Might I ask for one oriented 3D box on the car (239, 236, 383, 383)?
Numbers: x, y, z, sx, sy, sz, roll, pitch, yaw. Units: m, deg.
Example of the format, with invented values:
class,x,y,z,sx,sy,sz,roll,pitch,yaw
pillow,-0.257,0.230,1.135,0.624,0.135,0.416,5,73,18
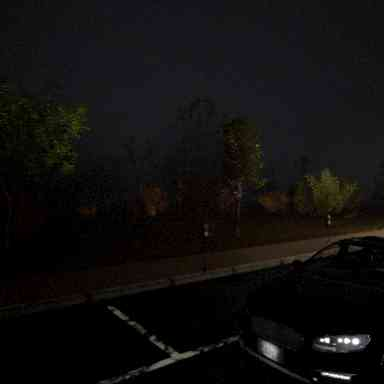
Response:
class,x,y,z,sx,sy,sz,roll,pitch,yaw
car,2.861,1.492,5.110,4.902,1.511,2.128,0,0,-35
